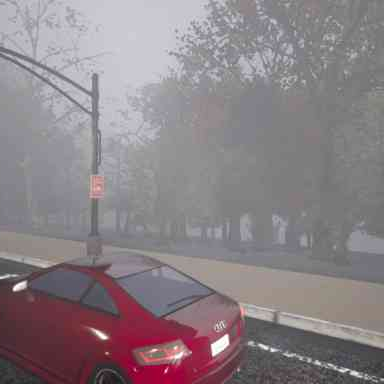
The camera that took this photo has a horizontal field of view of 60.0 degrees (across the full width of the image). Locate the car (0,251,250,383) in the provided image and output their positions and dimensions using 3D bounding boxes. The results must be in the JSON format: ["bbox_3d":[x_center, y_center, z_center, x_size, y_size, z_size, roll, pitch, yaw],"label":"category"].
[{"bbox_3d":[-1.338,1.563,4.636,4.181,1.385,1.994,0,0,35],"label":"car"}]
